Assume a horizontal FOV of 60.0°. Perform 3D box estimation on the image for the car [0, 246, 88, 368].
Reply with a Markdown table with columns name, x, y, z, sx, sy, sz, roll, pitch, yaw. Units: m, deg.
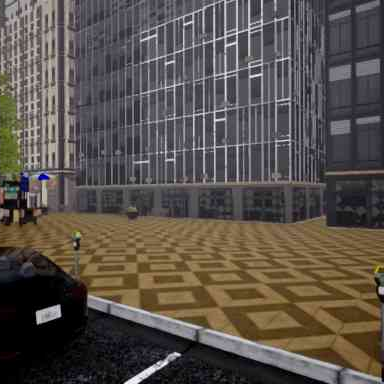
| name | x | y | z | sx | sy | sz | roll | pitch | yaw |
| --- | --- | --- | --- | --- | --- | --- | --- | --- | --- |
| car | -3.482 | 1.566 | 5.371 | 4.313 | 1.339 | 1.947 | 0 | 0 | 36 |
